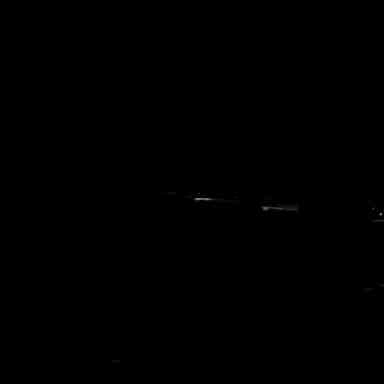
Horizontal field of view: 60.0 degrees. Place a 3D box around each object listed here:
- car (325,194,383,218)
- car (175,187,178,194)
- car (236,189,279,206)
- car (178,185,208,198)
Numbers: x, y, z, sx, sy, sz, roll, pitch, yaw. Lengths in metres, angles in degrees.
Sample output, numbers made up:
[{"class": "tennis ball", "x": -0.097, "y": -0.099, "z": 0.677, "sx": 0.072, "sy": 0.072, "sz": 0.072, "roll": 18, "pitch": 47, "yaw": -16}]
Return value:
[{"class": "car", "x": 11.346, "y": 1.057, "z": 23.707, "sx": 1.895, "sy": 1.301, "sz": 4.718, "roll": 2, "pitch": 2, "yaw": -28}, {"class": "car", "x": -1.132, "y": -0.352, "z": 53.372, "sx": 2.128, "sy": 1.511, "sz": 4.902, "roll": 2, "pitch": 2, "yaw": -28}, {"class": "car", "x": 6.413, "y": 0.490, "z": 32.875, "sx": 1.882, "sy": 1.535, "sz": 5.008, "roll": 2, "pitch": 2, "yaw": -29}, {"class": "car", "x": 0.348, "y": -0.028, "z": 44.054, "sx": 1.837, "sy": 1.490, "sz": 4.892, "roll": 2, "pitch": 2, "yaw": -28}]
